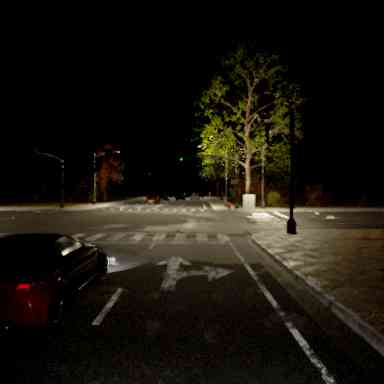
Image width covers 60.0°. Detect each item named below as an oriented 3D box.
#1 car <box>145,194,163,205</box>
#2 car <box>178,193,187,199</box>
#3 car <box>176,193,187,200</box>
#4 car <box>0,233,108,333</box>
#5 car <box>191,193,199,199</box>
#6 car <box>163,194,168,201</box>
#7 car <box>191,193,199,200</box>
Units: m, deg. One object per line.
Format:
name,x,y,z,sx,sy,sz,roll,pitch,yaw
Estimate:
car,-6.294,1.255,53.437,1.812,1.442,4.674,0,0,1
car,-2.413,0.963,84.900,2.128,1.511,4.902,0,0,1
car,-2.601,1.143,74.484,2.033,1.411,5.357,0,0,1
car,-3.142,1.531,6.865,1.994,1.385,4.181,0,0,0
car,0.836,0.992,84.841,1.994,1.385,4.181,0,0,1
car,-5.956,1.181,68.698,2.033,1.411,5.357,0,0,1
car,0.656,1.196,74.839,1.895,1.301,4.718,0,0,1
